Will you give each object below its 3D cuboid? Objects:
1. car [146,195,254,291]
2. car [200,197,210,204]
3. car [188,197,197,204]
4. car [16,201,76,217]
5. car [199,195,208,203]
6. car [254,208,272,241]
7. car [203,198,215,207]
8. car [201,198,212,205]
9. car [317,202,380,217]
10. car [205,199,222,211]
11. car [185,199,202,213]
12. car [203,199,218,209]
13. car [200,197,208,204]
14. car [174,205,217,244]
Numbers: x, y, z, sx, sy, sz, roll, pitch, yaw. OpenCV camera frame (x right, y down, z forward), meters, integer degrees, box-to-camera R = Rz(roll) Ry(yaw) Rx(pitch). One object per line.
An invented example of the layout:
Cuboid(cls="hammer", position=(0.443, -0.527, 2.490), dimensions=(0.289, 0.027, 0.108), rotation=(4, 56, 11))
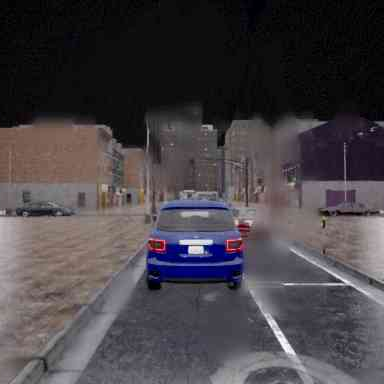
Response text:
Cuboid(cls="car", position=(0.052, 1.230, 9.203), dimensions=(2.150, 2.045, 5.566), rotation=(0, 0, -1))
Cuboid(cls="car", position=(2.749, 1.857, 70.910), dimensions=(1.752, 1.417, 4.829), rotation=(1, -1, 0))
Cuboid(cls="car", position=(0.100, 1.888, 74.231), dimensions=(2.128, 1.511, 4.902), rotation=(0, -1, 0))
Cuboid(cls="car", position=(-12.598, 1.532, 28.884), dimensions=(4.892, 1.490, 1.837), rotation=(0, -2, 1))
Cuboid(cls="car", position=(2.768, 1.754, 81.618), dimensions=(2.192, 1.841, 5.009), rotation=(1, -1, 0))
Cuboid(cls="car", position=(2.682, 1.462, 16.807), dimensions=(1.967, 1.590, 4.097), rotation=(2, 0, 0))
Cuboid(cls="car", position=(2.728, 1.716, 54.598), dimensions=(1.752, 1.417, 4.829), rotation=(1, 0, 0))
Cuboid(cls="car", position=(2.741, 1.845, 65.303), dimensions=(1.947, 1.339, 4.313), rotation=(1, -1, 0))
Cuboid(cls="car", position=(14.755, 1.621, 31.585), dimensions=(5.357, 1.411, 2.033), rotation=(0, -2, 3))
Cuboid(cls="car", position=(2.713, 1.683, 43.554), dimensions=(1.947, 1.339, 4.313), rotation=(1, 0, 0))
Cuboid(cls="car", position=(0.224, 1.617, 38.584), dimensions=(1.812, 1.442, 4.674), rotation=(1, 0, 2))
Cuboid(cls="car", position=(2.720, 1.717, 48.991), dimensions=(1.947, 1.339, 4.313), rotation=(1, 0, 0))
Cuboid(cls="car", position=(2.757, 1.910, 76.348), dimensions=(1.752, 1.417, 4.829), rotation=(1, -1, 0))
Cuboid(cls="car", position=(0.118, 1.499, 16.994), dimensions=(1.882, 1.535, 5.008), rotation=(0, 0, -1))
